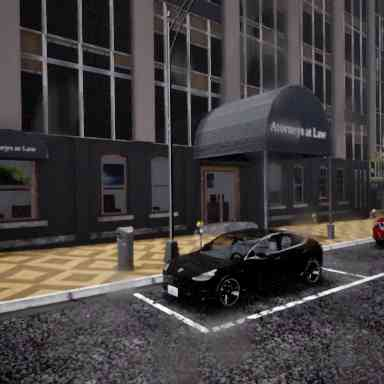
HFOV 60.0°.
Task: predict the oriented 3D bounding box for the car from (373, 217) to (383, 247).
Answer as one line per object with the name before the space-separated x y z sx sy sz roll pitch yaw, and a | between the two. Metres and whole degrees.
car | 9.633 1.310 14.045 5.009 1.841 2.192 0 -1 -37

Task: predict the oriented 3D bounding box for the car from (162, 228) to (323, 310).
car | 1.360 1.564 7.838 4.313 1.339 1.947 0 -1 -37
